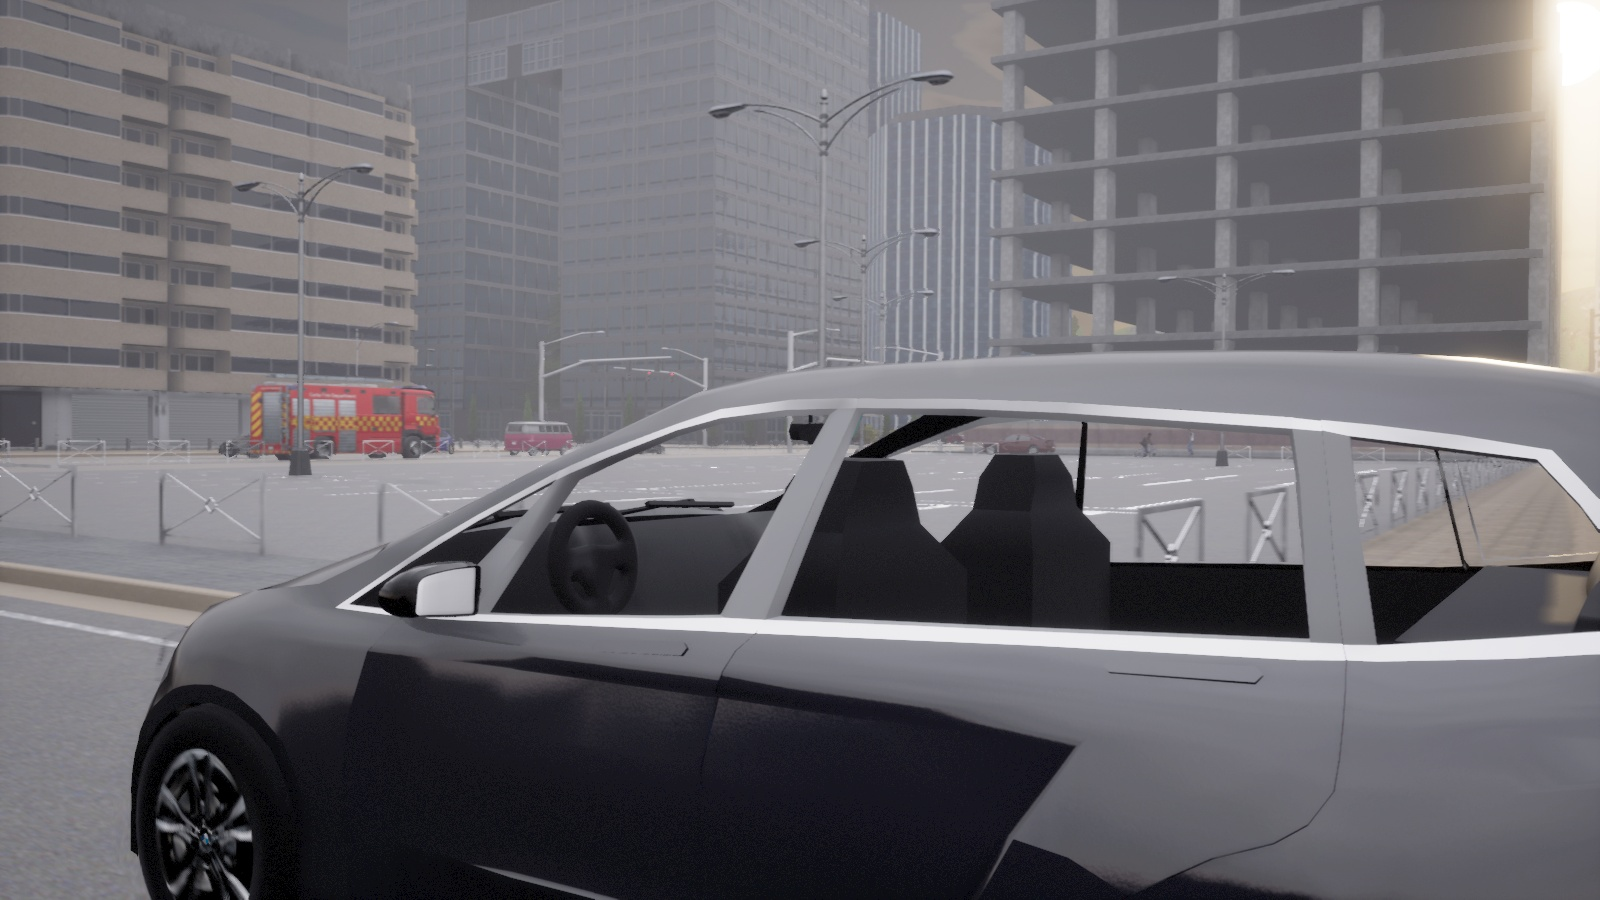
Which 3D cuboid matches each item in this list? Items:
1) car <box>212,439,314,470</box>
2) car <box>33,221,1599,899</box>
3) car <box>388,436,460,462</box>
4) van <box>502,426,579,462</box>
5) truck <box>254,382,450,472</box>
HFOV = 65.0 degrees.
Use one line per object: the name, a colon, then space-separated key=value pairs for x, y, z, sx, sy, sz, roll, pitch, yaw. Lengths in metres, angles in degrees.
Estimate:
car: x=-26.224 y=0.194 z=61.476 sx=1.994 sy=1.385 sz=4.181 roll=0 pitch=1 yaw=32
car: x=0.227 y=0.526 z=3.470 sx=4.611 sy=1.667 sz=2.242 roll=0 pitch=1 yaw=34
car: x=-22.093 y=-0.064 z=73.927 sx=1.816 sy=1.474 sz=4.193 roll=0 pitch=1 yaw=21
van: x=-14.995 y=-0.375 z=72.881 sx=1.775 sy=1.987 sz=4.442 roll=0 pitch=1 yaw=32
truck: x=-20.348 y=-1.036 z=57.634 sx=2.891 sy=3.827 sz=8.468 roll=0 pitch=1 yaw=32
